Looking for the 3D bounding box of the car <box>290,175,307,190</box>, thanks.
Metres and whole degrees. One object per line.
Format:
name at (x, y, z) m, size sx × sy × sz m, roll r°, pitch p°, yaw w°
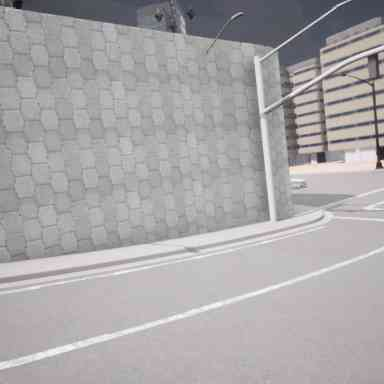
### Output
car at (8.749, -0.979, 31.886) m, size 1.812 × 1.442 × 4.674 m, roll -10°, pitch 6°, yaw -35°
